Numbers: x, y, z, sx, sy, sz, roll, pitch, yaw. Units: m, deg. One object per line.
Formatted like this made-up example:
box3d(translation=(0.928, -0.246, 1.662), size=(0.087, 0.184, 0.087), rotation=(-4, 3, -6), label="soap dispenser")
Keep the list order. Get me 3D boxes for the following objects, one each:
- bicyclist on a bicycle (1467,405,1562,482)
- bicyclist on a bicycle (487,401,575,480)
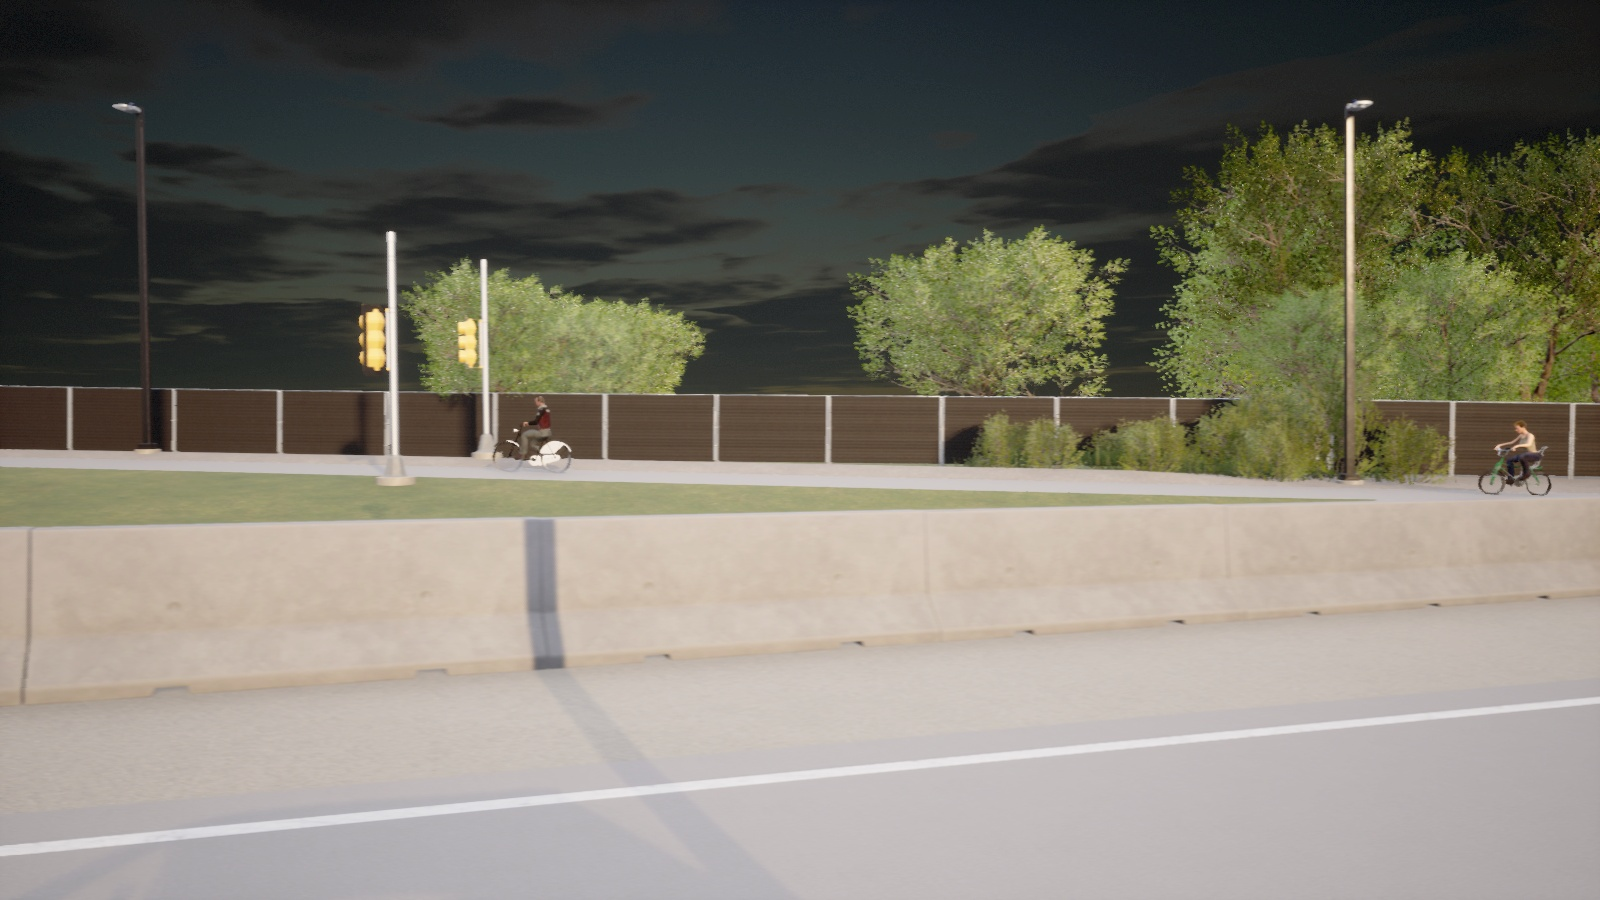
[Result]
box3d(translation=(15.152, -0.150, 26.650), size=(1.509, 1.612, 0.866), rotation=(0, 1, 3), label="bicyclist on a bicycle")
box3d(translation=(-6.148, -0.214, 28.705), size=(1.843, 1.776, 0.659), rotation=(0, 2, 6), label="bicyclist on a bicycle")
